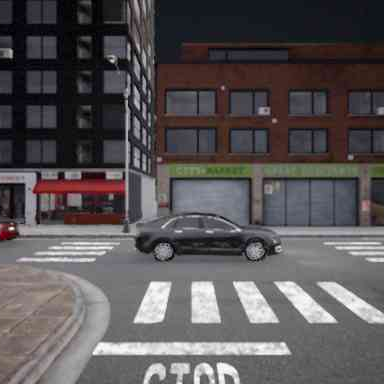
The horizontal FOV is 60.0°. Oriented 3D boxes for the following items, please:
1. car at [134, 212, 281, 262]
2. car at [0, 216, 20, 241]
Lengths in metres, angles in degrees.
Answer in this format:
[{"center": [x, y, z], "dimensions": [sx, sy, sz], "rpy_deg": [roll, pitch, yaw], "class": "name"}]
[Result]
[{"center": [0.509, 1.464, 11.281], "dimensions": [4.892, 1.490, 1.837], "rpy_deg": [0, 0, 0], "class": "car"}, {"center": [-9.729, 1.538, 14.252], "dimensions": [4.181, 1.385, 1.994], "rpy_deg": [0, 0, 0], "class": "car"}]
